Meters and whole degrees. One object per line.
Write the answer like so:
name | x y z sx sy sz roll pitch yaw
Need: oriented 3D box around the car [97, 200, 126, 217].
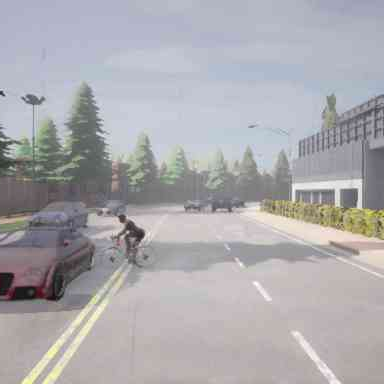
car | -7.643 1.492 31.876 2.128 1.511 4.902 0 0 1

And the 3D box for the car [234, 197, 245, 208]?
car | 6.245 1.491 48.136 2.128 1.511 4.902 0 0 25

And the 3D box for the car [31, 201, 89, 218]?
car | -7.530 1.351 19.246 2.097 1.767 4.553 0 0 -1

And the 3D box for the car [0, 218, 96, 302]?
car | -3.774 1.564 8.180 1.994 1.385 4.181 0 0 -1

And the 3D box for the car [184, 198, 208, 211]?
car | 0.362 1.601 40.361 1.895 1.301 4.718 0 0 10

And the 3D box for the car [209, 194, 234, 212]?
car | 3.465 1.221 38.142 2.150 2.045 5.566 0 0 7

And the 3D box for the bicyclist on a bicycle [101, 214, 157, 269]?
bicyclist on a bicycle | -1.844 1.455 9.671 1.656 1.620 0.582 -2 0 -1
